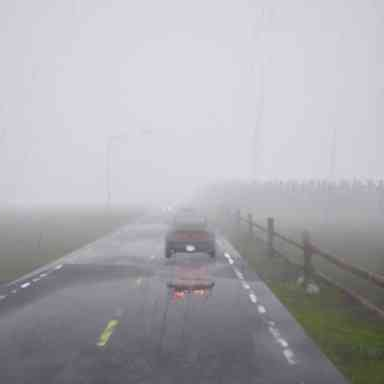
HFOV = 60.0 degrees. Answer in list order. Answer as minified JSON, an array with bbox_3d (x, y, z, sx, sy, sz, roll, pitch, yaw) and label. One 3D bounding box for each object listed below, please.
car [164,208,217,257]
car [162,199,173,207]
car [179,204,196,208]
[{"bbox_3d":[-0.061,1.635,13.552,1.837,1.490,4.892,0,0,0],"label":"car"},{"bbox_3d":[-4.893,2.136,65.594,2.128,1.511,4.902,0,0,-3],"label":"car"},{"bbox_3d":[-0.373,1.778,28.569,1.837,1.490,4.892,0,0,-1],"label":"car"}]
